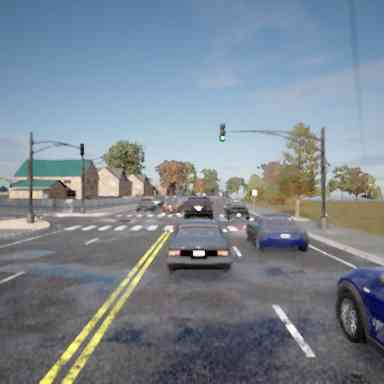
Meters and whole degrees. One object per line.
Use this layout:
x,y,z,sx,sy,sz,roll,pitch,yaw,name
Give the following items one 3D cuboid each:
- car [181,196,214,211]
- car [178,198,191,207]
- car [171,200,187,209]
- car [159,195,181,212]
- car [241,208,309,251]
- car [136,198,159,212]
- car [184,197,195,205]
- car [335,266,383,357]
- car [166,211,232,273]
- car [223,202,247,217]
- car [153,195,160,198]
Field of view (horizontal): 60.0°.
0.560,1.327,26.499,2.150,2.045,5.566,0,0,2,car
-1.266,1.794,58.643,1.812,1.442,4.674,0,0,4,car
-1.858,1.820,49.658,1.895,1.301,4.718,0,0,3,car
-2.327,1.526,40.721,2.097,1.767,4.553,0,0,3,car
3.522,1.615,14.429,1.994,1.385,4.181,0,0,1,car
-5.561,1.742,41.023,1.994,1.385,4.181,0,0,3,car
-0.505,1.856,68.725,1.812,1.442,4.674,0,0,4,car
3.385,1.365,3.610,2.097,1.767,4.553,0,0,0,car
0.204,1.586,10.808,2.033,1.411,5.357,0,0,1,car
3.924,1.621,29.733,1.837,1.490,4.892,0,0,2,car
-5.027,1.452,51.166,2.150,2.045,5.566,0,0,4,car
